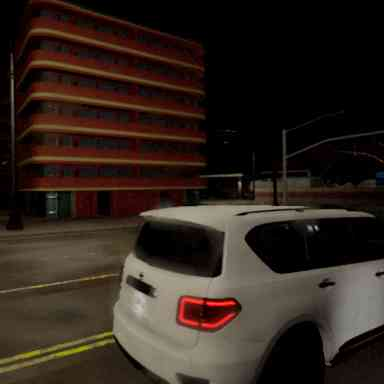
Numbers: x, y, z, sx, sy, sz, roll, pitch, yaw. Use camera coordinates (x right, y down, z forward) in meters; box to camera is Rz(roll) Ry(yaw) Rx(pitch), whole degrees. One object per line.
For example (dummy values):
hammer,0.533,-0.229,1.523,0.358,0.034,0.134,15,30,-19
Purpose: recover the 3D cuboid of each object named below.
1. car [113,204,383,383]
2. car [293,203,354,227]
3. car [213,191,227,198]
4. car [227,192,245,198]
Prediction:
car,1.657,1.212,4.914,5.566,2.045,2.150,1,0,-35
car,9.240,1.540,23.308,4.181,1.385,1.994,0,0,-35
car,7.853,0.640,89.626,4.611,1.667,2.242,-1,1,-35
car,11.820,0.787,85.400,3.806,1.475,1.970,-1,1,-35
